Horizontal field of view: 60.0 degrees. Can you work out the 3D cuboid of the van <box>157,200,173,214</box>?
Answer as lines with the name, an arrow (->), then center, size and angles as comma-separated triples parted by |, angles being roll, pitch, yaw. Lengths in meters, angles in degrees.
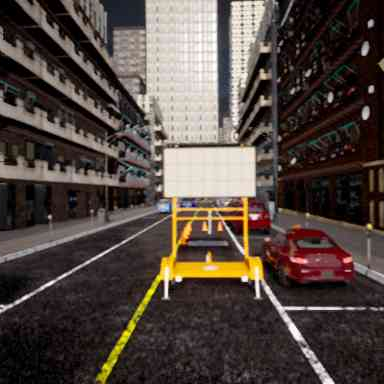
van -> -3.452, 1.857, 42.881 | 1.690, 1.788, 3.998 | -1, -1, 2

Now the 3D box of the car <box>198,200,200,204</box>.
car -> 1.053, 2.510, 88.653 | 1.812, 1.442, 4.674 | -1, -1, 2

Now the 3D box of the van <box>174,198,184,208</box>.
van -> -2.520, 2.096, 65.056 | 1.690, 1.788, 3.998 | -1, -1, 2

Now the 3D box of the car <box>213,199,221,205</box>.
car -> 6.058, 2.403, 81.374 | 1.887, 1.381, 4.507 | -1, -1, 2

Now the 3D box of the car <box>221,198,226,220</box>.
car -> 3.721, 1.577, 25.939 | 2.192, 1.841, 5.009 | -1, -1, 2

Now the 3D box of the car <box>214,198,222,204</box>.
car -> 4.657, 1.943, 48.112 | 1.967, 1.590, 4.097 | -1, -1, 2

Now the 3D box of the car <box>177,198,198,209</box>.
car -> -0.585, 1.798, 50.251 | 2.150, 2.045, 5.566 | -1, -1, 3

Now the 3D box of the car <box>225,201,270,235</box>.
car -> 3.488, 1.517, 20.395 | 2.192, 1.841, 5.009 | -1, -1, 2

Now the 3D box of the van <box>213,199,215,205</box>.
van -> 5.121, 1.963, 59.201 | 1.690, 1.788, 3.998 | -1, -1, 2

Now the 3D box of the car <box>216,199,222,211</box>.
car -> 4.432, 1.970, 42.737 | 1.752, 1.417, 4.829 | -1, -1, 2

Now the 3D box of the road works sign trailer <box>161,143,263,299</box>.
road works sign trailer -> 0.462, 0.560, 8.674 | 2.380, 3.560, 2.880 | -1, -1, 2

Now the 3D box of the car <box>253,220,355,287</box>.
car -> 3.027, 1.662, 9.304 | 1.802, 1.307, 4.206 | -1, -1, 2

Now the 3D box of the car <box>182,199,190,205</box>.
car -> -1.583, 2.535, 87.229 | 1.887, 1.381, 4.507 | -1, -1, 2

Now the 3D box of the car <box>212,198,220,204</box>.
car -> 6.298, 2.444, 87.088 | 1.752, 1.417, 4.829 | -1, -1, 2

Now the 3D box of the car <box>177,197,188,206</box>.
car -> -2.054, 2.188, 76.144 | 2.192, 1.841, 5.009 | -1, -1, 2
